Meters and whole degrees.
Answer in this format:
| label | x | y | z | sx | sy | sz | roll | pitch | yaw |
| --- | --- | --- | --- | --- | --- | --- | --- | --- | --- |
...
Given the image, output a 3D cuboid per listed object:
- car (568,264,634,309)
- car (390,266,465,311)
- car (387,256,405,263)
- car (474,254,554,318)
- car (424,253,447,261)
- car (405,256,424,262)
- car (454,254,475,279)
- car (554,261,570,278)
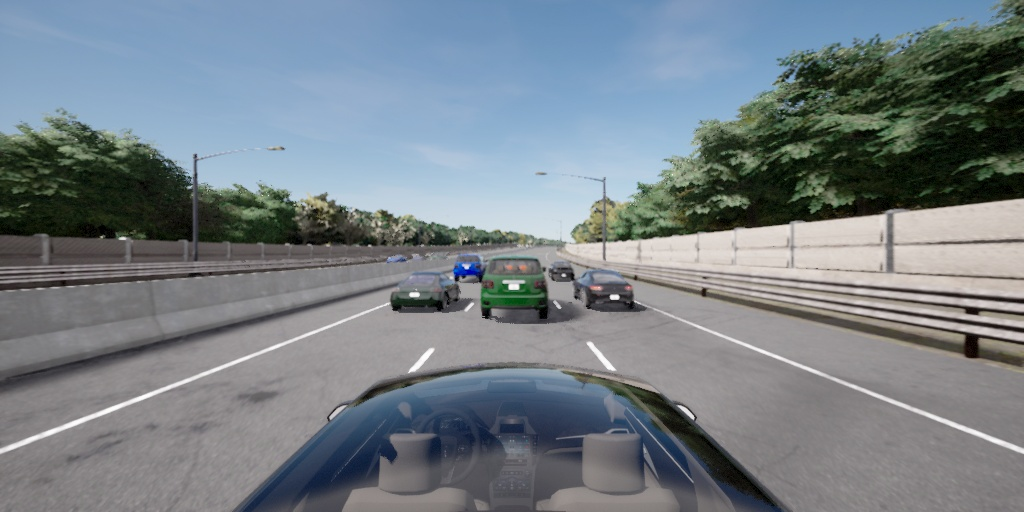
| label | x | y | z | sx | sy | sz | roll | pitch | yaw |
| --- | --- | --- | --- | --- | --- | --- | --- | --- | --- |
| car | 3.658 | 1.262 | 14.892 | 1.812 | 1.442 | 4.674 | 0 | 1 | 1 |
| car | -3.351 | 1.303 | 14.507 | 1.994 | 1.385 | 4.181 | 0 | 0 | 1 |
| car | -19.452 | 0.701 | 60.742 | 1.882 | 1.535 | 5.008 | 0 | 1 | 4 |
| car | 0.117 | 0.970 | 13.132 | 2.150 | 2.045 | 5.566 | 0 | 1 | 1 |
| car | -12.478 | 0.450 | 60.260 | 2.150 | 2.045 | 5.566 | 0 | 1 | 4 |
| car | -15.911 | 0.756 | 61.293 | 2.033 | 1.411 | 5.357 | 0 | 1 | 4 |
| car | -3.115 | 0.871 | 28.018 | 2.150 | 2.045 | 5.566 | 0 | 1 | 2 |
| car | 3.926 | 1.148 | 29.027 | 1.837 | 1.490 | 4.892 | 0 | 1 | 2 |
